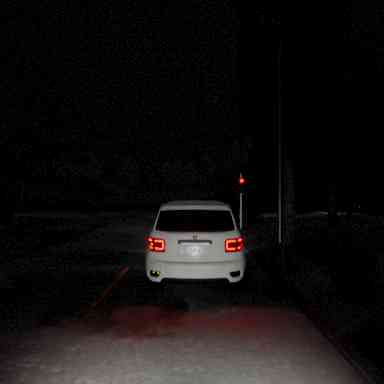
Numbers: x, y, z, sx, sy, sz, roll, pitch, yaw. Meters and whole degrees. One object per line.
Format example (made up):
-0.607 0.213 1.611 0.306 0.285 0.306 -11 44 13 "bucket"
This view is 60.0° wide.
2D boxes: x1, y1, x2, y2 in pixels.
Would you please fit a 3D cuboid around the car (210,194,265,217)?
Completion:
3.843 1.220 30.556 5.566 2.045 2.150 0 0 1 "car"

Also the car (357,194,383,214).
20.226 1.221 34.598 5.566 2.045 2.150 0 0 0 "car"

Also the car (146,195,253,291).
0.104 1.221 9.181 2.150 2.045 5.566 0 0 1 "car"
